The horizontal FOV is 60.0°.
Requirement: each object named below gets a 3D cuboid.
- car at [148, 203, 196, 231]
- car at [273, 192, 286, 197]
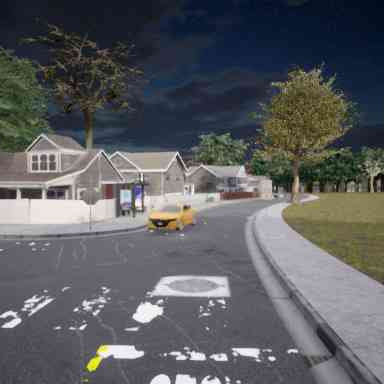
[{"bbox_3d":[-1.109,1.427,20.409,1.882,1.535,5.008,1,1,15],"label":"car"},{"bbox_3d":[18.658,0.628,70.461,1.882,1.535,5.008,1,1,28],"label":"car"}]
